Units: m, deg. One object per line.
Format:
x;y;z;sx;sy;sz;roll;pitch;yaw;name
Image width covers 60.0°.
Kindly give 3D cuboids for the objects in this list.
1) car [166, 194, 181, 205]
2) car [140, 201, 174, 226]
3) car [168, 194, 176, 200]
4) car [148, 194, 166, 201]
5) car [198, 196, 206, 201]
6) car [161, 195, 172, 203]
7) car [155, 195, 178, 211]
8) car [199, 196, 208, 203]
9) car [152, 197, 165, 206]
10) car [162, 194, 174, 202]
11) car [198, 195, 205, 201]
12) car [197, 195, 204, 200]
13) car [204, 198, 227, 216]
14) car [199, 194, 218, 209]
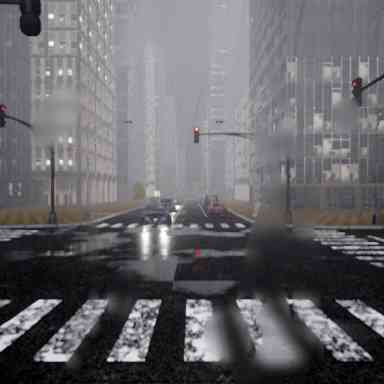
-2.916;1.482;58.333;2.128;1.511;4.902;0;0;0;car
-2.536;1.561;23.075;1.994;1.385;4.181;0;0;-6;car
-5.501;1.410;92.978;1.967;1.590;4.097;-1;0;0;car
-5.418;1.432;48.781;1.967;1.590;4.097;-1;0;0;car
2.402;1.558;81.968;1.802;1.307;4.206;-1;0;0;car
-5.460;1.423;70.879;1.967;1.590;4.097;-1;0;0;car
-2.920;1.498;38.905;1.837;1.490;4.892;0;0;0;car
2.422;1.527;70.919;1.887;1.381;4.507;-1;0;0;car
-5.427;1.572;54.306;1.802;1.307;4.206;-1;0;0;car
-5.472;1.294;76.404;2.192;1.841;5.009;-1;0;0;car
2.391;1.498;87.663;1.752;1.417;4.829;-1;0;0;car
2.381;1.514;93.017;1.887;1.381;4.507;-1;0;0;car
2.462;1.578;32.247;1.802;1.307;4.206;-1;0;0;car
2.458;1.309;43.297;2.192;1.841;5.009;-1;0;0;car
